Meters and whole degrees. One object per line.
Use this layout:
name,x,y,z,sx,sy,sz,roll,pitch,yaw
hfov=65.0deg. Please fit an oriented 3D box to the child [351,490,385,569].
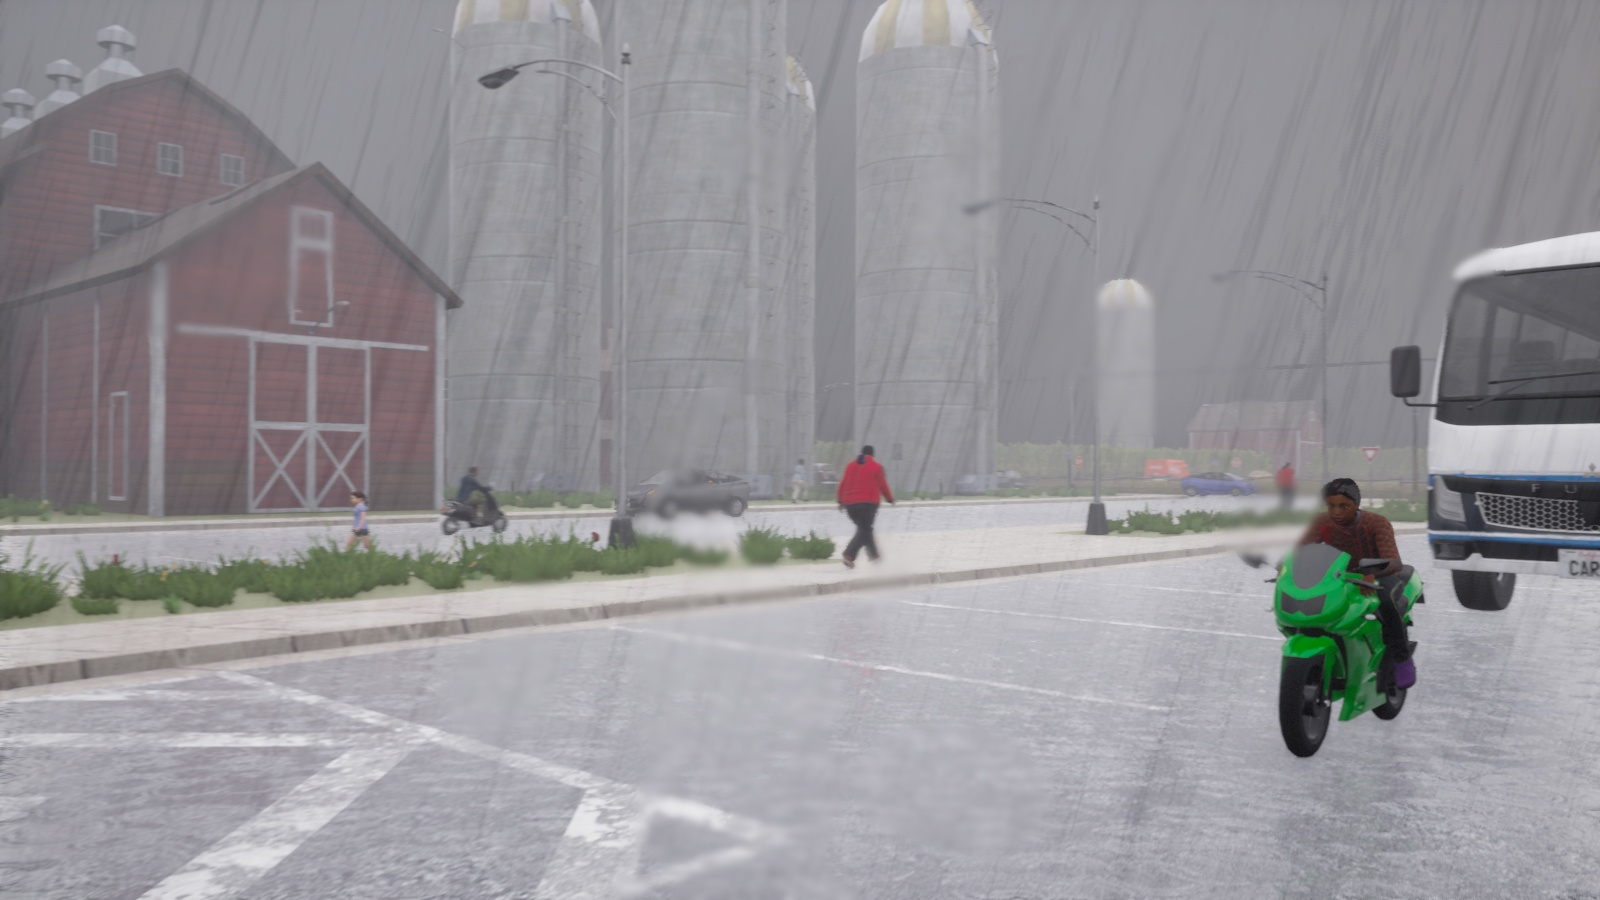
child,-6.190,1.137,17.999,0.394,1.110,0.255,1,-1,-42

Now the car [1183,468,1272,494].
car,25.249,1.814,74.278,4.514,1.525,2.007,-1,-1,43

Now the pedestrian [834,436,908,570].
pedestrian,1.017,0.735,17.874,0.634,1.844,0.899,-1,-1,39

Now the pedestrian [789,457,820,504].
pedestrian,0.186,1.225,50.341,0.900,1.855,0.874,1,-1,-38

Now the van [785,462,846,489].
van,1.180,2.002,96.932,4.480,2.038,2.069,-2,-2,43

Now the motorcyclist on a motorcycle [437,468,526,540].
motorcyclist on a motorcycle,-7.328,1.223,28.935,0.866,1.590,1.817,-1,-1,42

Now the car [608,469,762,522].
car,-3.449,1.349,38.366,2.007,1.525,4.514,-1,-1,42

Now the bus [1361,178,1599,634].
bus,10.810,-0.358,15.607,3.944,4.253,10.273,-1,-1,42

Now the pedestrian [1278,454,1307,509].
pedestrian,16.896,1.073,43.100,0.634,1.844,0.899,-1,-1,42

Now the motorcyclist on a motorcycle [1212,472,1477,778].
motorcyclist on a motorcycle,3.233,0.896,7.336,0.797,1.523,2.044,-1,-1,42
